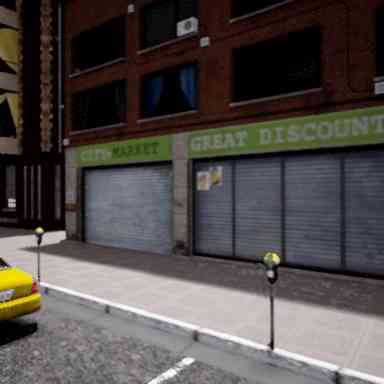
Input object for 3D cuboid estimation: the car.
[{"bbox_3d":[-4.759,1.530,6.264,4.829,1.417,1.752,0,0,35],"label":"car"}]
